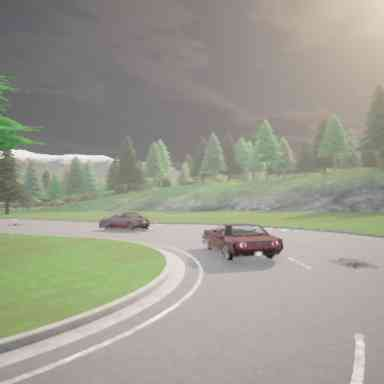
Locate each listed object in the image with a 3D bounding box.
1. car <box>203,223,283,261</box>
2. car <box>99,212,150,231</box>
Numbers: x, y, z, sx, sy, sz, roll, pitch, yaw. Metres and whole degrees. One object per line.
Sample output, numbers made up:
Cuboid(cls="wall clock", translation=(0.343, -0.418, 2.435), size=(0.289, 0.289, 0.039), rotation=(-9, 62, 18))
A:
Cuboid(cls="car", translation=(1.841, 1.914, 13.732), size=(1.895, 1.301, 4.718), rotation=(-1, -1, -12))
Cuboid(cls="car", translation=(-5.388, 2.321, 26.626), size=(4.181, 1.385, 1.994), rotation=(-2, -2, 30))
